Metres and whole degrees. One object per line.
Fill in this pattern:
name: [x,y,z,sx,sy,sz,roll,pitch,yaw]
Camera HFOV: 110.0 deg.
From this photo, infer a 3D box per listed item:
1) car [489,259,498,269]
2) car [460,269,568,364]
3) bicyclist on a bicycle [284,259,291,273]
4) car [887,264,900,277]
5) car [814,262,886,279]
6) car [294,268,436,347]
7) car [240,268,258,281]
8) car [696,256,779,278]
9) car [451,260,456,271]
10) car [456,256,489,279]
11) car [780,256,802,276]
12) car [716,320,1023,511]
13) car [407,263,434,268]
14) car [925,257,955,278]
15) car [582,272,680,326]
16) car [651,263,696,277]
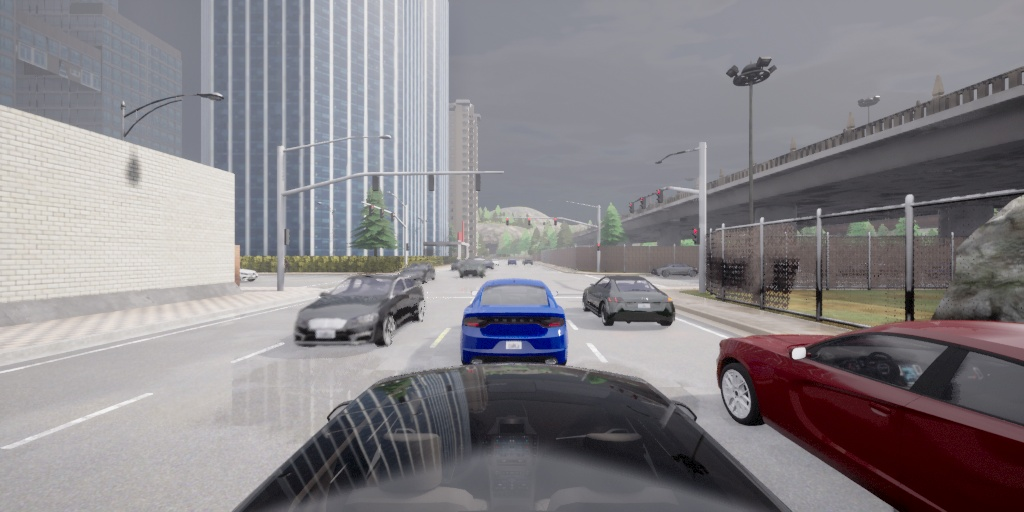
car: [-3.585,1.297,52.388,2.033,1.411,5.357,0,0,0]
car: [0.054,1.228,8.019,1.882,1.535,5.008,0,0,1]
bicyclist on a bicycle: [-25.294,1.106,40.146,0.582,1.620,1.656,0,0,0]
car: [35.557,1.331,35.466,4.674,1.442,1.812,0,0,0]
car: [29.769,1.406,31.967,4.718,1.301,1.895,0,0,0]
car: [-3.598,1.241,9.366,2.128,1.511,4.902,0,0,0]
car: [-22.633,1.331,28.189,4.674,1.442,1.812,0,0,0]
car: [20.000,1.027,31.949,5.566,2.045,2.150,0,0,0]
car: [-7.086,1.252,48.775,1.837,1.490,4.892,0,1,0]
car: [-3.593,1.133,33.298,2.097,1.767,4.553,0,0,0]
car: [25.378,1.027,35.467,5.566,2.045,2.150,0,0,-1]
car: [3.601,1.228,2.685,1.882,1.535,5.008,0,0,0]
car: [-7.095,1.271,27.484,2.128,1.511,4.902,0,0,0]
car: [40.477,1.027,31.971,5.566,2.045,2.150,0,0,0]
car: [3.576,1.314,11.679,1.994,1.385,4.181,0,0,0]
car: [16.022,1.369,35.445,4.181,1.385,1.994,0,0,0]
